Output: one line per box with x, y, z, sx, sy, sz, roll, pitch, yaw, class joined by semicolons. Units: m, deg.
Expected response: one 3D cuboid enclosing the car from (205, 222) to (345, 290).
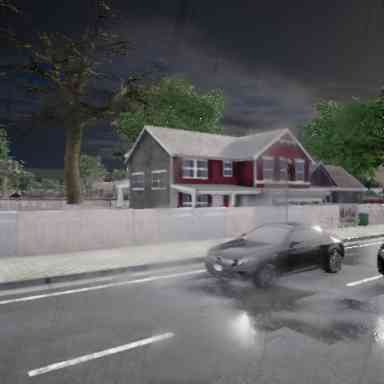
2.535;1.614;9.483;4.674;1.442;1.812;1;0;-35;car

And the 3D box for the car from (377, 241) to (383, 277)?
7.173;1.350;8.797;5.566;2.045;2.150;1;0;-35;car
